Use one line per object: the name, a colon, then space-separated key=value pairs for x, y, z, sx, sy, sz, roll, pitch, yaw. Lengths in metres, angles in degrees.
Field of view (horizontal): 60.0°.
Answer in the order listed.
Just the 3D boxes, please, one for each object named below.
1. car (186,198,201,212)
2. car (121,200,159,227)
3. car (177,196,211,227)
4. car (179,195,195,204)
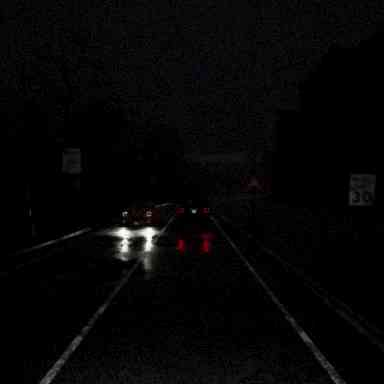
car: x=0.307 y=1.594 z=42.846 sx=1.801 sy=1.575 sz=5.366 roll=0 pitch=0 yaw=2
car: x=-3.561 y=1.424 z=23.421 sx=2.097 sy=1.767 sz=4.553 roll=0 pitch=0 yaw=0
car: x=0.134 y=1.295 z=23.222 sx=2.150 sy=2.045 sz=5.566 roll=0 pitch=0 yaw=0
car: x=-0.895 y=1.453 z=63.598 sx=1.882 sy=1.535 sz=5.008 roll=1 pitch=1 yaw=13
